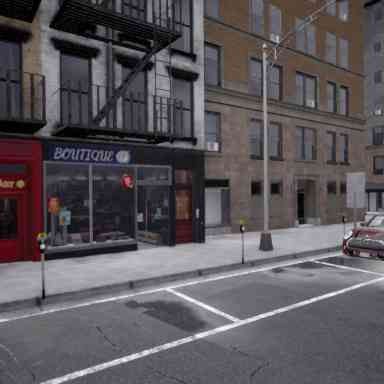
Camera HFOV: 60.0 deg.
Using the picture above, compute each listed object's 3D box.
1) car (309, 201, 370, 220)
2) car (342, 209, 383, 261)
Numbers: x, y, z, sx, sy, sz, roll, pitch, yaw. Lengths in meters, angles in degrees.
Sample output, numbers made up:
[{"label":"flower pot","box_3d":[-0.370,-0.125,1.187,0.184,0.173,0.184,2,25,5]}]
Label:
[{"label":"car","box_3d":[13.905,1.664,31.685,1.882,1.535,5.008,-1,0,-37]},{"label":"car","box_3d":[7.023,1.442,11.576,4.097,1.590,1.967,0,-1,-36]}]
